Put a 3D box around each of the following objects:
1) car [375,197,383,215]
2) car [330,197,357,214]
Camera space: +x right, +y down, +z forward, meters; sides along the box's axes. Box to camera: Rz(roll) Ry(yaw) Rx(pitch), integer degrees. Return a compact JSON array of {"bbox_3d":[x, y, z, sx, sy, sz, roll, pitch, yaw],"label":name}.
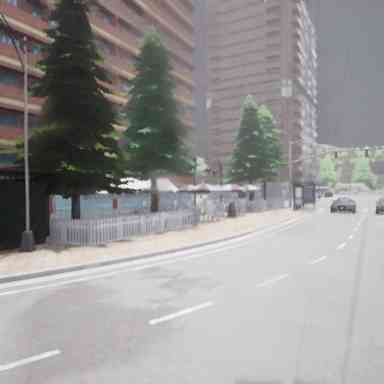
[{"bbox_3d":[16.830,1.136,28.491,1.812,1.442,4.674,0,0,30],"label":"car"},{"bbox_3d":[13.940,1.195,30.487,1.994,1.385,4.181,0,0,30],"label":"car"}]
